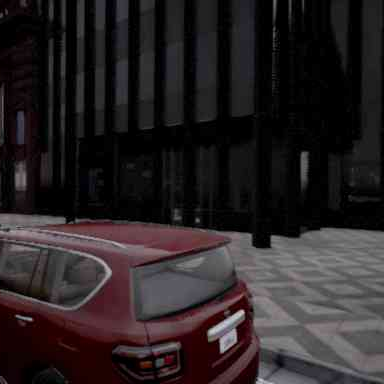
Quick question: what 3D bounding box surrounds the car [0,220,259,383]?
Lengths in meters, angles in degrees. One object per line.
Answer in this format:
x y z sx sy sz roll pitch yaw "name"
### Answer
-1.646 1.285 4.135 5.009 1.841 2.192 1 0 35 "car"
